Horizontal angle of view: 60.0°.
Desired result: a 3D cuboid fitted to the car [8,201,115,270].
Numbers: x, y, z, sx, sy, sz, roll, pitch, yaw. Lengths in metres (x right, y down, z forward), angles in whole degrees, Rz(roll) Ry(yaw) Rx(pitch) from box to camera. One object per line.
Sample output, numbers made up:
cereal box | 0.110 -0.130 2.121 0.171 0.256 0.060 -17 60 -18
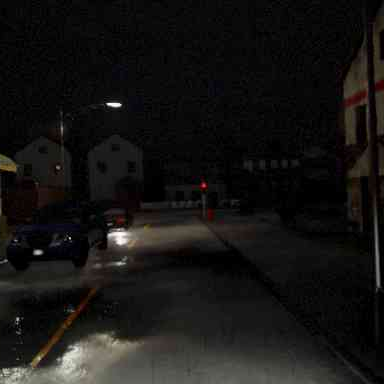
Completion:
car | -4.629 1.423 12.470 2.150 2.045 5.566 -2 0 -3

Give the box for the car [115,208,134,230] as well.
car | -5.122 1.804 22.508 1.994 1.385 4.181 -2 0 -3
